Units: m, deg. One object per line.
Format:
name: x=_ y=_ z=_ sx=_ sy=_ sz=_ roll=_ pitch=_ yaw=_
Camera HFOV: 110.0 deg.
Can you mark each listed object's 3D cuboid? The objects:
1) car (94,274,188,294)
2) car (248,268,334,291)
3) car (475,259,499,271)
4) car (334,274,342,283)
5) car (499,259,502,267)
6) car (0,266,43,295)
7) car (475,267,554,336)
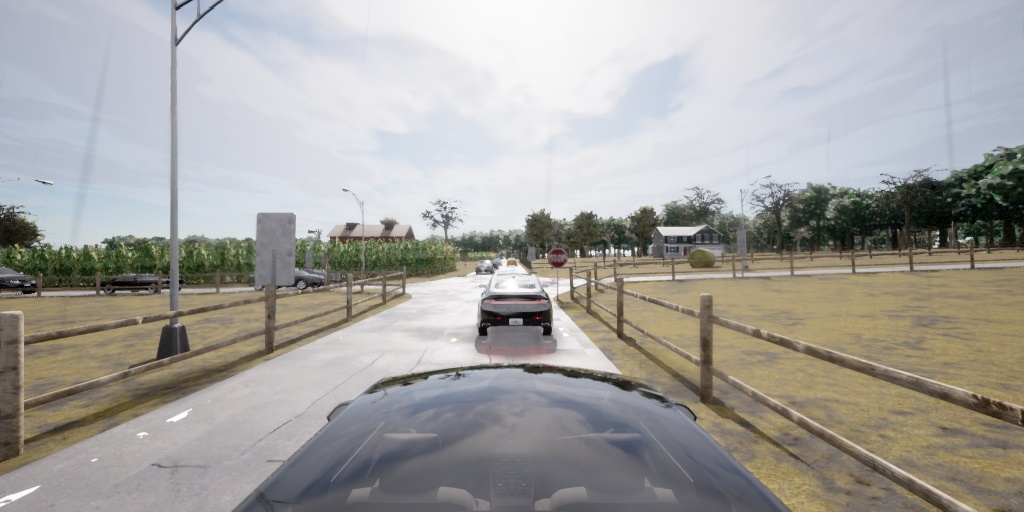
car: x=-25.251 y=1.874 z=24.538 sx=4.718 sy=1.301 sz=1.895 roll=-1 pitch=-2 yaw=0
car: x=-15.263 y=1.564 z=24.515 sx=4.892 sy=1.490 sz=1.837 roll=-2 pitch=-2 yaw=1
car: x=-2.949 y=1.220 z=39.977 sx=2.128 sy=1.511 sz=4.902 roll=0 pitch=0 yaw=1
car: x=-15.796 y=1.715 z=27.126 sx=5.357 sy=1.411 sz=2.033 roll=-1 pitch=-2 yaw=5
car: x=-2.907 y=1.315 z=52.149 sx=1.895 sy=1.301 sz=4.718 roll=0 pitch=0 yaw=1
car: x=-35.923 y=1.713 z=24.538 sx=5.566 sy=2.045 sz=2.150 roll=-1 pitch=-2 yaw=0
car: x=0.057 y=1.245 z=10.380 sx=2.128 sy=1.511 sz=4.902 roll=0 pitch=0 yaw=-1
